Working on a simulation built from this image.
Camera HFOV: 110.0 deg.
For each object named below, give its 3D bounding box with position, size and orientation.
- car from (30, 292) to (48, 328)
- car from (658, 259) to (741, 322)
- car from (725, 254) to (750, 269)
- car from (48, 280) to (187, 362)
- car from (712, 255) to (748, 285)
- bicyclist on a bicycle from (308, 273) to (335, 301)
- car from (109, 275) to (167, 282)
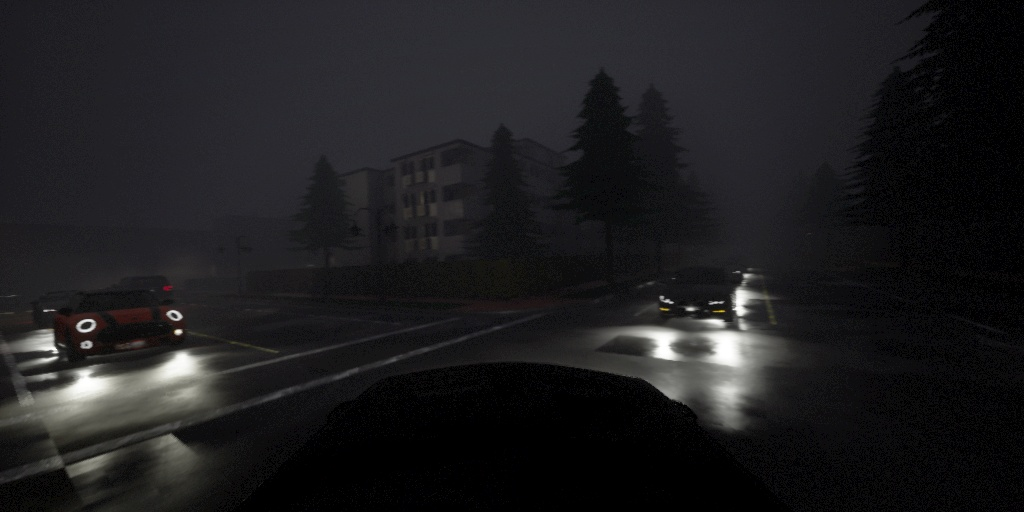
[{"bbox_3d":[-21.045,2.396,16.963,4.902,1.511,2.128,-3,-1,35],"label":"car"},{"bbox_3d":[6.037,1.077,11.476,1.837,1.490,4.892,-3,0,34],"label":"car"},{"bbox_3d":[24.997,0.554,39.630,2.033,1.411,5.357,-3,-1,35],"label":"car"},{"bbox_3d":[-11.286,1.734,10.287,4.553,1.767,2.097,-3,-1,34],"label":"car"},{"bbox_3d":[12.759,0.865,21.479,2.128,1.511,4.902,-3,-1,34],"label":"car"},{"bbox_3d":[-11.195,1.796,21.085,0.582,1.620,1.656,-3,0,34],"label":"bicyclist on a bicycle"},{"bbox_3d":[-24.677,2.370,23.882,5.566,2.045,2.150,-3,-1,34],"label":"car"}]
